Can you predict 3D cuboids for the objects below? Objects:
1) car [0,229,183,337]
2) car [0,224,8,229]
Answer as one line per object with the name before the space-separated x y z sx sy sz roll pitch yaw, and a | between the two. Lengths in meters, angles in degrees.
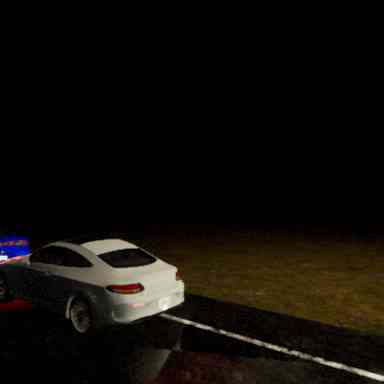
car | -2.293 1.660 6.879 4.674 1.442 1.812 -1 -1 37
car | -7.085 1.655 10.489 5.008 1.535 1.882 -1 -1 37
